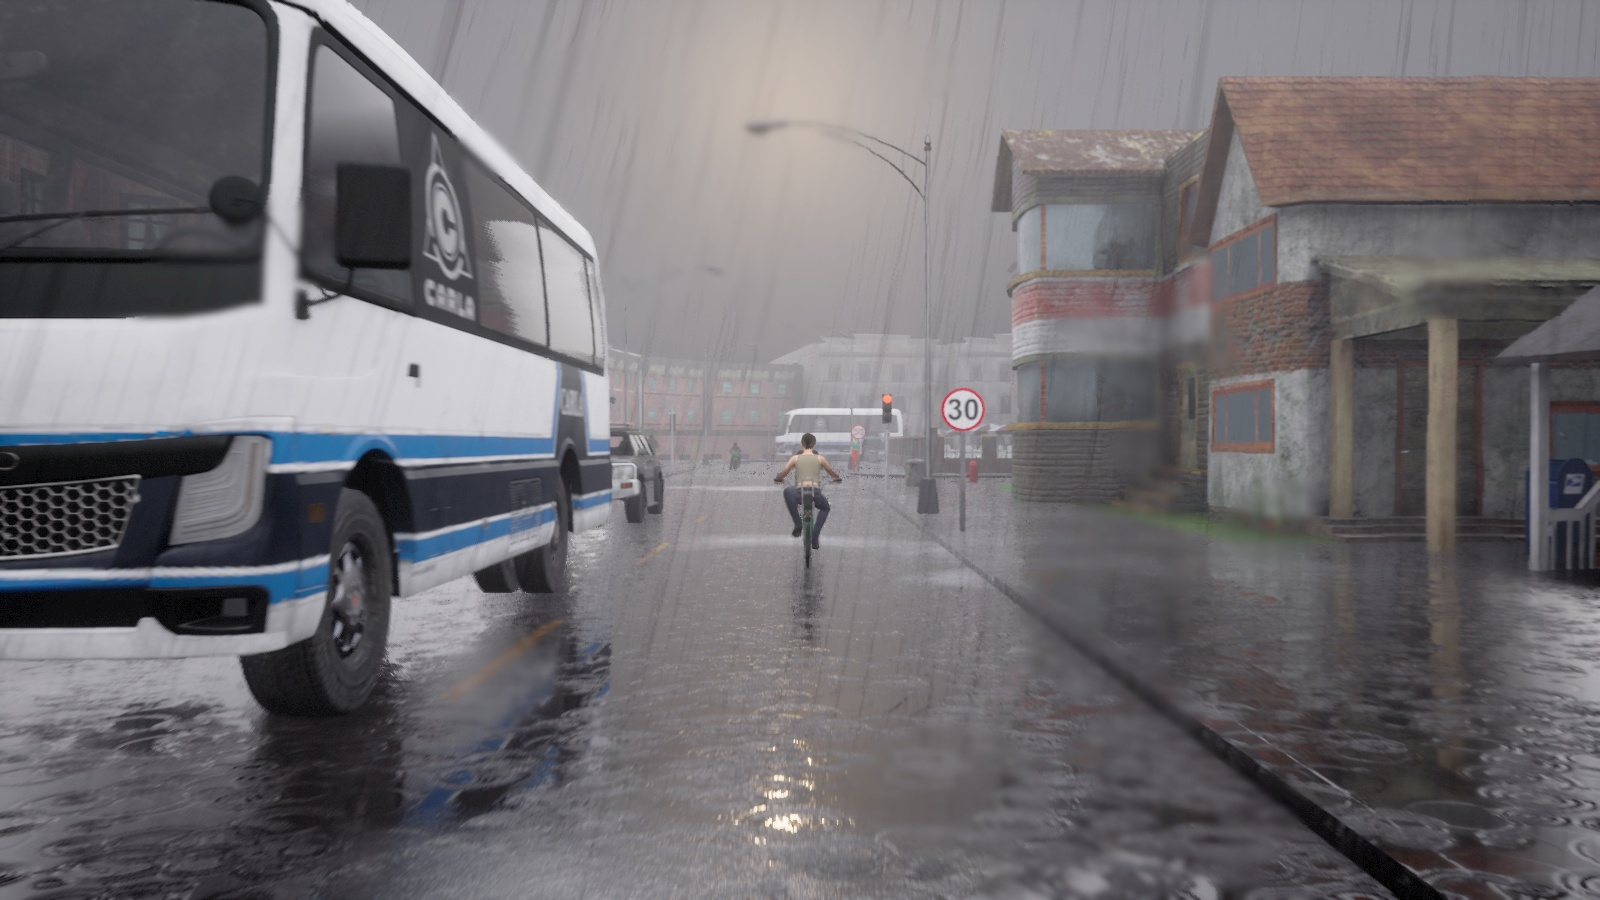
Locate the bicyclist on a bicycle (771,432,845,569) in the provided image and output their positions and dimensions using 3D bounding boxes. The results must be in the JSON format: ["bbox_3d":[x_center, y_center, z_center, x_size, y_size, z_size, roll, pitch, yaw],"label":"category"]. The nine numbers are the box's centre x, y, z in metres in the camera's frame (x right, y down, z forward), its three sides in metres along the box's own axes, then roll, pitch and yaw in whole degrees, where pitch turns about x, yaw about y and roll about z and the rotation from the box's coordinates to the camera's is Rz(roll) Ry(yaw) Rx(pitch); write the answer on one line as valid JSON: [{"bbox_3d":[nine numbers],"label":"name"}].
[{"bbox_3d":[0.099,0.595,15.565,0.866,1.612,1.509,0,0,1],"label":"bicyclist on a bicycle"}]

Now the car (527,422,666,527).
[{"bbox_3d":[-3.842,0.422,24.506,1.932,1.855,4.605,0,0,0],"label":"car"}]

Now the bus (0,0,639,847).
[{"bbox_3d":[-3.930,-0.688,9.781,3.944,4.253,10.273,0,0,0],"label":"bus"}]

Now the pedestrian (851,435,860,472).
[{"bbox_3d":[2.717,0.165,61.262,0.345,1.836,0.594,0,0,12],"label":"pedestrian"}]
